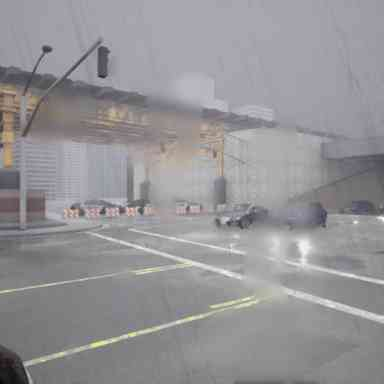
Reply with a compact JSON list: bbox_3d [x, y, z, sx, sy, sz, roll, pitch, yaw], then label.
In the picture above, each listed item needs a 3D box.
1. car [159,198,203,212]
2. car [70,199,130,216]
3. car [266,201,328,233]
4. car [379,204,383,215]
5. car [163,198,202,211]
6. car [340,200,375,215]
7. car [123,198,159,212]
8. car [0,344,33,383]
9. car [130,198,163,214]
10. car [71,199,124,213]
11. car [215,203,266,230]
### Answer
[{"bbox_3d":[-1.351,1.452,38.536,4.974,1.542,2.038,0,0,-7],"label":"car"},{"bbox_3d":[-8.995,1.452,32.078,4.974,1.542,2.038,0,0,8],"label":"car"},{"bbox_3d":[6.490,1.352,19.807,2.097,1.767,4.553,0,0,37],"label":"car"},{"bbox_3d":[20.033,1.351,32.136,4.553,1.767,2.097,0,0,-37],"label":"car"},{"bbox_3d":[-1.403,1.295,38.530,4.536,1.218,1.853,0,0,-7],"label":"car"},{"bbox_3d":[17.186,1.526,34.375,4.674,1.442,1.812,-1,0,-37],"label":"car"},{"bbox_3d":[-5.239,1.295,34.819,1.853,1.218,4.536,0,0,18],"label":"car"},{"bbox_3d":[-3.331,1.492,1.395,4.902,1.511,2.128,0,0,-35],"label":"car"},{"bbox_3d":[-5.255,1.452,34.770,2.038,1.542,4.974,0,0,18],"label":"car"},{"bbox_3d":[-9.046,1.295,32.085,4.536,1.218,1.853,0,0,8],"label":"car"},{"bbox_3d":[3.304,1.491,21.216,2.128,1.511,4.902,0,0,37],"label":"car"}]
